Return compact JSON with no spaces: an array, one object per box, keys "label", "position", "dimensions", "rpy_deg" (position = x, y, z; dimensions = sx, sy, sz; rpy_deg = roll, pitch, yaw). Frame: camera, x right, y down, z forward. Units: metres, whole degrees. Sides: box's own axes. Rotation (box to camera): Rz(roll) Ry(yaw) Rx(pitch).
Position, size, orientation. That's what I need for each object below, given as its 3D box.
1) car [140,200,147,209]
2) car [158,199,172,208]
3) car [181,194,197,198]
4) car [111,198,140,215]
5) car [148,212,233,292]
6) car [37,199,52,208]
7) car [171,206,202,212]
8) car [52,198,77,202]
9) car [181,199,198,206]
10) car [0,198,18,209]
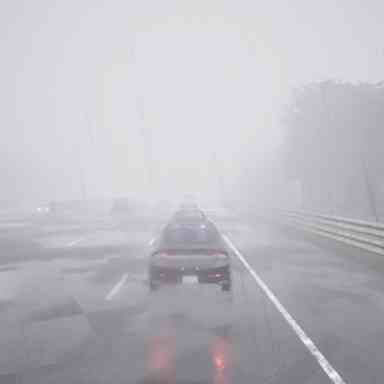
[{"label":"car","position":[-7.440,1.719,47.123],"dimensions":[1.895,1.301,4.718],"rpy_deg":[0,0,-2]},{"label":"car","position":[-3.976,1.671,49.149],"dimensions":[2.033,1.411,5.357],"rpy_deg":[0,0,-1]},{"label":"car","position":[-0.444,1.339,47.186],"dimensions":[2.150,2.045,5.566],"rpy_deg":[0,0,-1]},{"label":"car","position":[-7.275,1.443,35.806],"dimensions":[2.097,1.767,4.553],"rpy_deg":[0,0,-1]},{"label":"car","position":[-0.046,1.514,8.969],"dimensions":[2.128,1.511,4.902],"rpy_deg":[0,0,0]},{"label":"car","position":[-21.594,1.693,50.138],"dimensions":[1.994,1.385,4.181],"rpy_deg":[0,0,-1]},{"label":"car","position":[-0.126,1.645,18.083],"dimensions":[1.895,1.301,4.718],"rpy_deg":[0,0,-1]},{"label":"car","position":[-18.086,1.600,48.409],"dimensions":[1.882,1.535,5.008],"rpy_deg":[0,0,0]},{"label":"car","position":[-0.261,1.617,27.994],"dimensions":[2.033,1.411,5.357],"rpy_deg":[0,0,-1]},{"label":"car","position":[-25.057,1.532,44.231],"dimensions":[1.837,1.490,4.892],"rpy_deg":[1,-2,0]}]
